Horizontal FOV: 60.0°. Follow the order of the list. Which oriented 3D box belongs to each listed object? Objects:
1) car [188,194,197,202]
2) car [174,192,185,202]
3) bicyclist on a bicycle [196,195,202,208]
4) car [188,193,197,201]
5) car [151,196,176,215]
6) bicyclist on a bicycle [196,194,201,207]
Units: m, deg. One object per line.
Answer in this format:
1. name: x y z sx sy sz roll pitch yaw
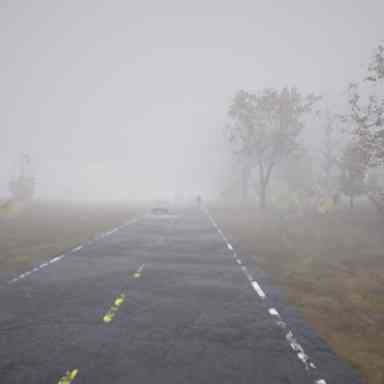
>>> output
1. car: 0.203 1.408 70.110 1.994 1.385 4.181 0 0 0
2. car: -2.784 1.064 74.342 2.150 2.045 5.566 0 0 0
3. bicyclist on a bicycle: 0.934 1.371 39.499 0.582 1.620 1.656 0 0 0
4. car: 0.232 1.181 80.158 2.097 1.767 4.553 0 0 0
5. car: -3.003 1.473 33.641 2.033 1.411 5.357 0 0 0
6. bicyclist on a bicycle: 0.955 1.267 48.638 0.659 1.776 1.843 -1 0 0
